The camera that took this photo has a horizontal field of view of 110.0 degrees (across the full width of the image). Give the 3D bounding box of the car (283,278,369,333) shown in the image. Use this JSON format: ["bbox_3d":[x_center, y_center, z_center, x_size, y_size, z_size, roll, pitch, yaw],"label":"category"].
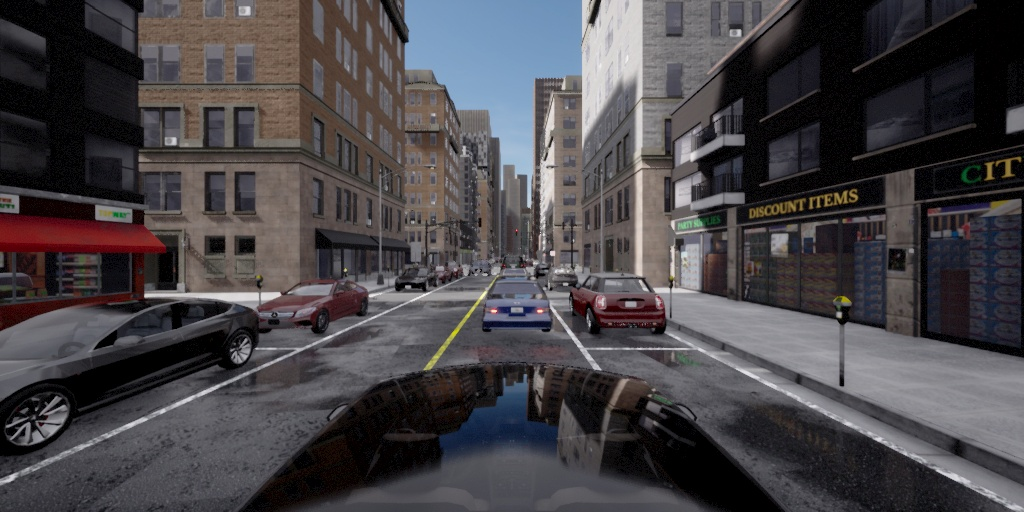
[{"bbox_3d":[-5.650,1.331,10.609,1.802,1.307,4.207,0,0,0],"label":"car"}]

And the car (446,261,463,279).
[{"bbox_3d":[-5.593,1.190,32.614,1.967,1.591,4.097,0,0,0],"label":"car"}]

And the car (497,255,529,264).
[{"bbox_3d":[0.081,0.972,31.340,2.150,2.045,5.566,0,0,-1],"label":"car"}]

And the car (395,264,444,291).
[{"bbox_3d":[-5.622,1.315,21.611,1.948,1.339,4.313,0,0,0],"label":"car"}]

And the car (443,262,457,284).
[{"bbox_3d":[-5.608,1.331,27.113,1.802,1.307,4.207,0,0,0],"label":"car"}]

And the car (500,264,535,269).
[{"bbox_3d":[0.146,1.350,21.308,1.895,1.301,4.718,0,0,0],"label":"car"}]

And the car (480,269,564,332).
[{"bbox_3d":[0.122,1.296,10.802,2.033,1.411,5.357,0,0,0],"label":"car"}]

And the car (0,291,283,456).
[{"bbox_3d":[-5.664,1.315,5.108,1.948,1.339,4.313,0,0,0],"label":"car"}]

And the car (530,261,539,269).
[{"bbox_3d":[2.932,1.316,32.592,1.948,1.339,4.313,0,0,0],"label":"car"}]

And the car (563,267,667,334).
[{"bbox_3d":[2.876,1.189,10.587,1.967,1.591,4.097,0,0,0],"label":"car"}]

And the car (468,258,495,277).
[{"bbox_3d":[-2.923,1.109,33.381,1.994,1.385,4.181,0,0,0],"label":"car"}]

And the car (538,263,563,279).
[{"bbox_3d":[2.904,1.300,21.590,2.007,1.370,4.403,0,0,0],"label":"car"}]
